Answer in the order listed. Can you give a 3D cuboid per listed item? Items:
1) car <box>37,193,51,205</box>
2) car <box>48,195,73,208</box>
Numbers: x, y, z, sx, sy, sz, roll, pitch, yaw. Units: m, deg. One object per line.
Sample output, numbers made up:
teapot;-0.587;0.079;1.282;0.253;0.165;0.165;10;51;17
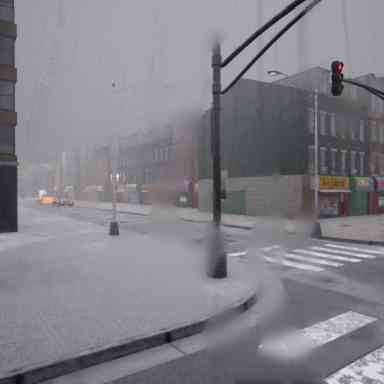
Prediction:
car;-23.806;1.163;54.049;2.097;1.767;4.553;0;0;-34
car;-17.958;1.443;45.901;1.895;1.301;4.718;0;0;-36
